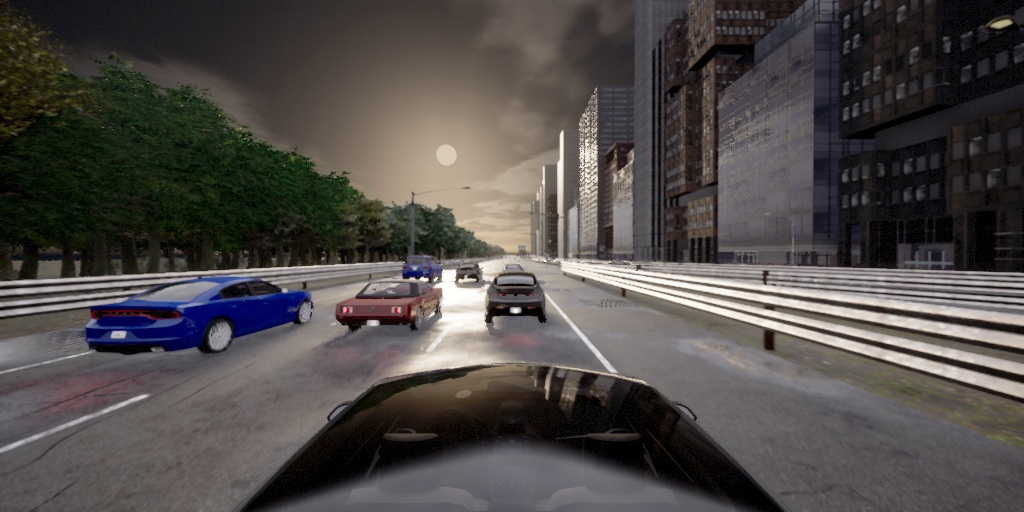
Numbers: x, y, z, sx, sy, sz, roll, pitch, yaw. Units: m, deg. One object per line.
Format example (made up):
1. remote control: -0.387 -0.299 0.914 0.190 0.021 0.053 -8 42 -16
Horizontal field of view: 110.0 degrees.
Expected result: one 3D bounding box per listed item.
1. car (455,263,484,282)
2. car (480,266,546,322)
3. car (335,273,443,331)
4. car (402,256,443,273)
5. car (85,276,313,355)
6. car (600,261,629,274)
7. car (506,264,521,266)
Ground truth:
1. car: -3.391 1.278 28.880 1.837 1.490 4.892 0 0 0
2. car: 0.103 1.261 12.358 1.837 1.490 4.892 0 0 0
3. car: -3.397 1.357 11.002 1.895 1.301 4.718 0 0 0
4. car: -6.891 0.994 28.085 2.150 2.045 5.566 0 0 0
5. car: -6.899 1.232 8.766 1.882 1.535 5.008 0 0 0
6. car: 11.340 1.323 39.354 1.882 1.535 5.008 0 0 -15
7. car: 0.107 1.338 29.678 1.994 1.385 4.181 0 0 0
